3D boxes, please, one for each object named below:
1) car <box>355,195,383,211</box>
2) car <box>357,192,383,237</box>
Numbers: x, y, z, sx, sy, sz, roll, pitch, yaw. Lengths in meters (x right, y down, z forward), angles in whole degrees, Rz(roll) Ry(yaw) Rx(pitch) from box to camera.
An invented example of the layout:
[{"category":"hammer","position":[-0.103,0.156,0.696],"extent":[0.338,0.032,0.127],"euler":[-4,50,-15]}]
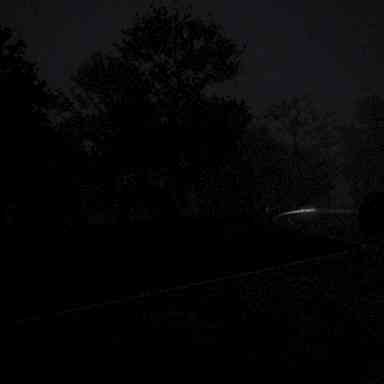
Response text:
[{"category":"car","position":[19.596,1.088,34.260],"extent":[4.902,1.511,2.128],"euler":[-1,0,-17]},{"category":"car","position":[9.083,1.049,13.687],"extent":[2.150,2.045,5.566],"euler":[0,0,-3]}]
